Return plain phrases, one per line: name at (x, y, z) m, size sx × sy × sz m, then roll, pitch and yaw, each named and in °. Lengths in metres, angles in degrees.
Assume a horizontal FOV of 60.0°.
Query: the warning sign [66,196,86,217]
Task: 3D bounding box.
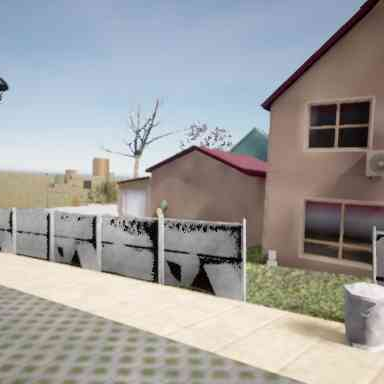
warning sign at (-10.843, 1.334, 31.060) m, size 1.300 × 1.860 × 1.060 m, roll 4°, pitch 3°, yaw 31°
